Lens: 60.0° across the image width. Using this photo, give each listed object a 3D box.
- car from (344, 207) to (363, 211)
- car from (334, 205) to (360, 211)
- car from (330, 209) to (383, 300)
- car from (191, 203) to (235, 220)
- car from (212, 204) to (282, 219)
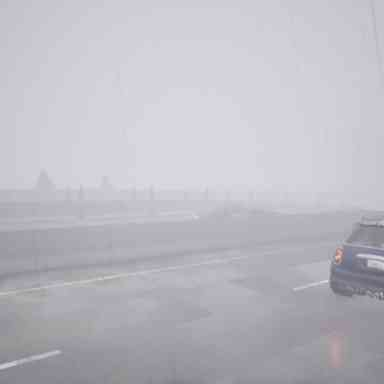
[{"bbox_3d":[8.865,1.539,14.368,4.892,1.490,1.837,0,0,-36],"label":"car"},{"bbox_3d":[18.248,2.278,38.377,4.892,1.490,1.837,5,-3,-35],"label":"car"},{"bbox_3d":[5.142,1.371,7.414,4.553,1.767,2.097,0,0,-36],"label":"car"},{"bbox_3d":[2.190,1.527,22.704,4.902,1.511,2.128,0,0,-35],"label":"car"},{"bbox_3d":[3.591,1.596,19.411,4.181,1.385,1.994,0,0,-35],"label":"car"}]
